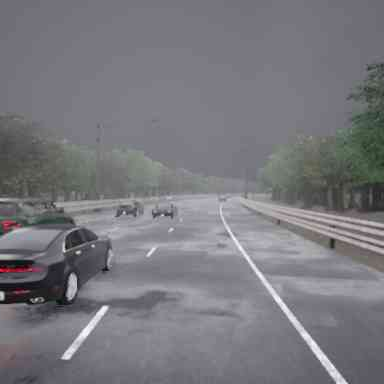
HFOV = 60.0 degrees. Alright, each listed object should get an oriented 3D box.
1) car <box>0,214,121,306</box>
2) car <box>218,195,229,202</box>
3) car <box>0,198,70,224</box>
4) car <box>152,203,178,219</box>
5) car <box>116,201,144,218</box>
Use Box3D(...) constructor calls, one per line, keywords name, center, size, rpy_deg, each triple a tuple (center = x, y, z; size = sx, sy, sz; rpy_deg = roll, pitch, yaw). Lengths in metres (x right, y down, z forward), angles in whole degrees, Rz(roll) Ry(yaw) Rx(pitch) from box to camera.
Box3D(name="car", center=(-3.282, 1.525, 8.074), size=(1.837, 1.490, 4.892), rpy_deg=(0, 0, 1))
Box3D(name="car", center=(7.379, 1.630, 80.720), size=(1.882, 1.535, 5.008), rpy_deg=(0, 0, 8))
Box3D(name="car", center=(-6.658, 1.251, 13.416), size=(2.150, 2.045, 5.566), rpy_deg=(0, 0, 2))
Box3D(name="car", center=(-2.367, 1.676, 30.349), size=(1.895, 1.301, 4.718), rpy_deg=(0, 0, 3))
Box3D(name="car", center=(-5.792, 1.580, 31.594), size=(1.837, 1.490, 4.892), rpy_deg=(0, 0, 3))
